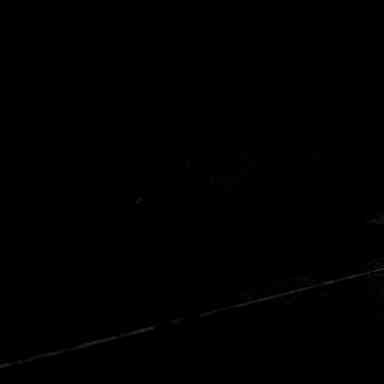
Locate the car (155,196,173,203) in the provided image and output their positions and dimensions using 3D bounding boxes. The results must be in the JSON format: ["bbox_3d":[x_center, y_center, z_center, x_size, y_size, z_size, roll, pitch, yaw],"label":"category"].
[{"bbox_3d":[-6.498,1.774,77.130,1.837,1.490,4.892,1,0,-35],"label":"car"}]

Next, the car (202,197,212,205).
[{"bbox_3d":[2.256,1.894,70.719,2.128,1.511,4.902,1,0,-35],"label":"car"}]

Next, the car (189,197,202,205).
[{"bbox_3d":[-0.628,1.935,68.736,1.895,1.301,4.718,1,0,-35],"label":"car"}]

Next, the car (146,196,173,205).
[{"bbox_3d":[-6.279,1.762,64.603,2.128,1.511,4.902,1,0,-35],"label":"car"}]

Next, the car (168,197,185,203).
[{"bbox_3d":[-3.630,1.831,79.136,1.812,1.442,4.674,1,0,-35],"label":"car"}]

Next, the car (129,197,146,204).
[{"bbox_3d":[-12.235,1.740,73.119,2.128,1.511,4.902,1,0,-35],"label":"car"}]

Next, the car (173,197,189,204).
[{"bbox_3d":[-3.369,1.851,66.549,2.033,1.411,5.357,1,0,-35],"label":"car"}]

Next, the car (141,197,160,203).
[{"bbox_3d":[-9.366,1.784,75.124,2.033,1.411,5.357,1,0,-35],"label":"car"}]
